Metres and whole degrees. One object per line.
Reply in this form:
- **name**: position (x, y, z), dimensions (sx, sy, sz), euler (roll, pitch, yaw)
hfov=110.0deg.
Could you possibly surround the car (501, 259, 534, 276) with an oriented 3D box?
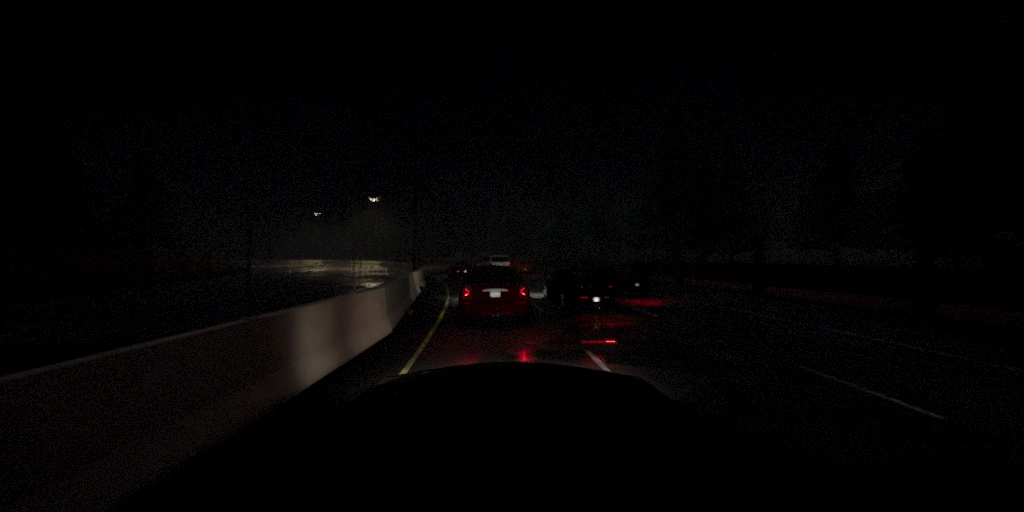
- **car**: position (0.504, 1.145, 37.840), dimensions (1.882, 1.535, 5.008), euler (0, 0, -20)

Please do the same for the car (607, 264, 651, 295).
- **car**: position (5.417, 1.167, 19.033), dimensions (1.882, 1.535, 5.008), euler (0, 0, -9)

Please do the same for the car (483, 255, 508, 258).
- **car**: position (-1.739, 0.908, 33.671), dimensions (2.150, 2.045, 5.566), euler (0, 0, -18)

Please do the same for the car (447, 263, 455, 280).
- **car**: position (-4.429, 1.251, 30.760), dimensions (2.033, 1.411, 5.357), euler (0, 0, -17)

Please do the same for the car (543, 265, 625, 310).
- **car**: position (2.562, 1.216, 14.538), dimensions (1.837, 1.490, 4.892), euler (0, 0, -7)

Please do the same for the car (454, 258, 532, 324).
- **car**: position (-0.674, 1.082, 12.060), dimensions (2.097, 1.767, 4.553), euler (0, 0, -6)
